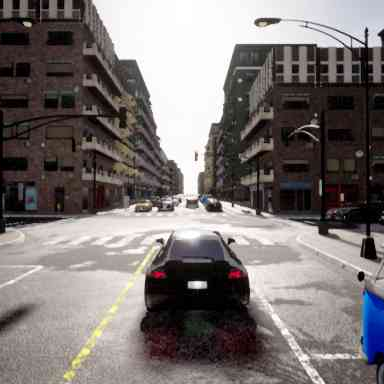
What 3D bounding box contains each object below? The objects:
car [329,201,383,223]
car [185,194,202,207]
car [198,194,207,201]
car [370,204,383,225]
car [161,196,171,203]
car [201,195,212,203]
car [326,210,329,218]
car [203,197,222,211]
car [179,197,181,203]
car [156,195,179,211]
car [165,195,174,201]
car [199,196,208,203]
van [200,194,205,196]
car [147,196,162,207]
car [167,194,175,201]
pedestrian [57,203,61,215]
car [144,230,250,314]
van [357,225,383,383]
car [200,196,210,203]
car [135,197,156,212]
[{"bbox_3d":[13.503,1.473,25.672,4.553,1.767,2.097,1,-1,1],"label":"car"},{"bbox_3d":[0.034,1.506,51.722,2.128,1.511,4.902,0,0,0],"label":"car"},{"bbox_3d":[2.598,1.345,85.203,2.192,1.841,5.009,1,0,0],"label":"car"},{"bbox_3d":[13.513,1.581,19.880,4.313,1.339,1.947,0,-1,1],"label":"car"},{"bbox_3d":[-5.771,1.569,73.907,1.887,1.381,4.507,1,0,0],"label":"car"},{"bbox_3d":[2.645,1.563,45.705,2.008,1.369,4.403,1,0,0],"label":"car"},{"bbox_3d":[13.606,1.606,28.261,4.097,1.590,1.967,0,-1,1],"label":"car"},{"bbox_3d":[2.652,1.576,40.062,1.947,1.339,4.313,1,0,0],"label":"car"},{"bbox_3d":[-3.147,1.541,54.467,1.812,1.442,4.674,0,0,0],"label":"car"},{"bbox_3d":[-3.145,1.502,41.091,2.128,1.511,4.902,0,0,0],"label":"car"},{"bbox_3d":[-5.786,1.580,85.192,2.008,1.369,4.403,1,0,0],"label":"car"},{"bbox_3d":[2.608,1.606,73.918,1.802,1.307,4.206,1,0,0],"label":"car"},{"bbox_3d":[2.634,1.358,56.990,1.690,1.788,3.998,1,0,0],"label":"van"},{"bbox_3d":[-5.741,1.454,51.337,1.967,1.590,4.097,1,0,0],"label":"car"},{"bbox_3d":[-5.791,1.473,90.835,1.967,1.590,4.097,1,0,0],"label":"car"},{"bbox_3d":[-12.579,1.595,31.478,0.500,1.100,0.500,0,-1,1],"label":"pedestrian"},{"bbox_3d":[0.091,1.565,7.719,1.994,1.385,4.181,0,0,0],"label":"car"},{"bbox_3d":[2.671,1.342,2.116,1.690,1.788,3.998,1,0,0],"label":"van"},{"bbox_3d":[2.616,1.547,68.445,1.752,1.417,4.829,1,0,0],"label":"car"},{"bbox_3d":[-5.727,1.536,39.881,1.752,1.417,4.829,1,0,0],"label":"car"}]
